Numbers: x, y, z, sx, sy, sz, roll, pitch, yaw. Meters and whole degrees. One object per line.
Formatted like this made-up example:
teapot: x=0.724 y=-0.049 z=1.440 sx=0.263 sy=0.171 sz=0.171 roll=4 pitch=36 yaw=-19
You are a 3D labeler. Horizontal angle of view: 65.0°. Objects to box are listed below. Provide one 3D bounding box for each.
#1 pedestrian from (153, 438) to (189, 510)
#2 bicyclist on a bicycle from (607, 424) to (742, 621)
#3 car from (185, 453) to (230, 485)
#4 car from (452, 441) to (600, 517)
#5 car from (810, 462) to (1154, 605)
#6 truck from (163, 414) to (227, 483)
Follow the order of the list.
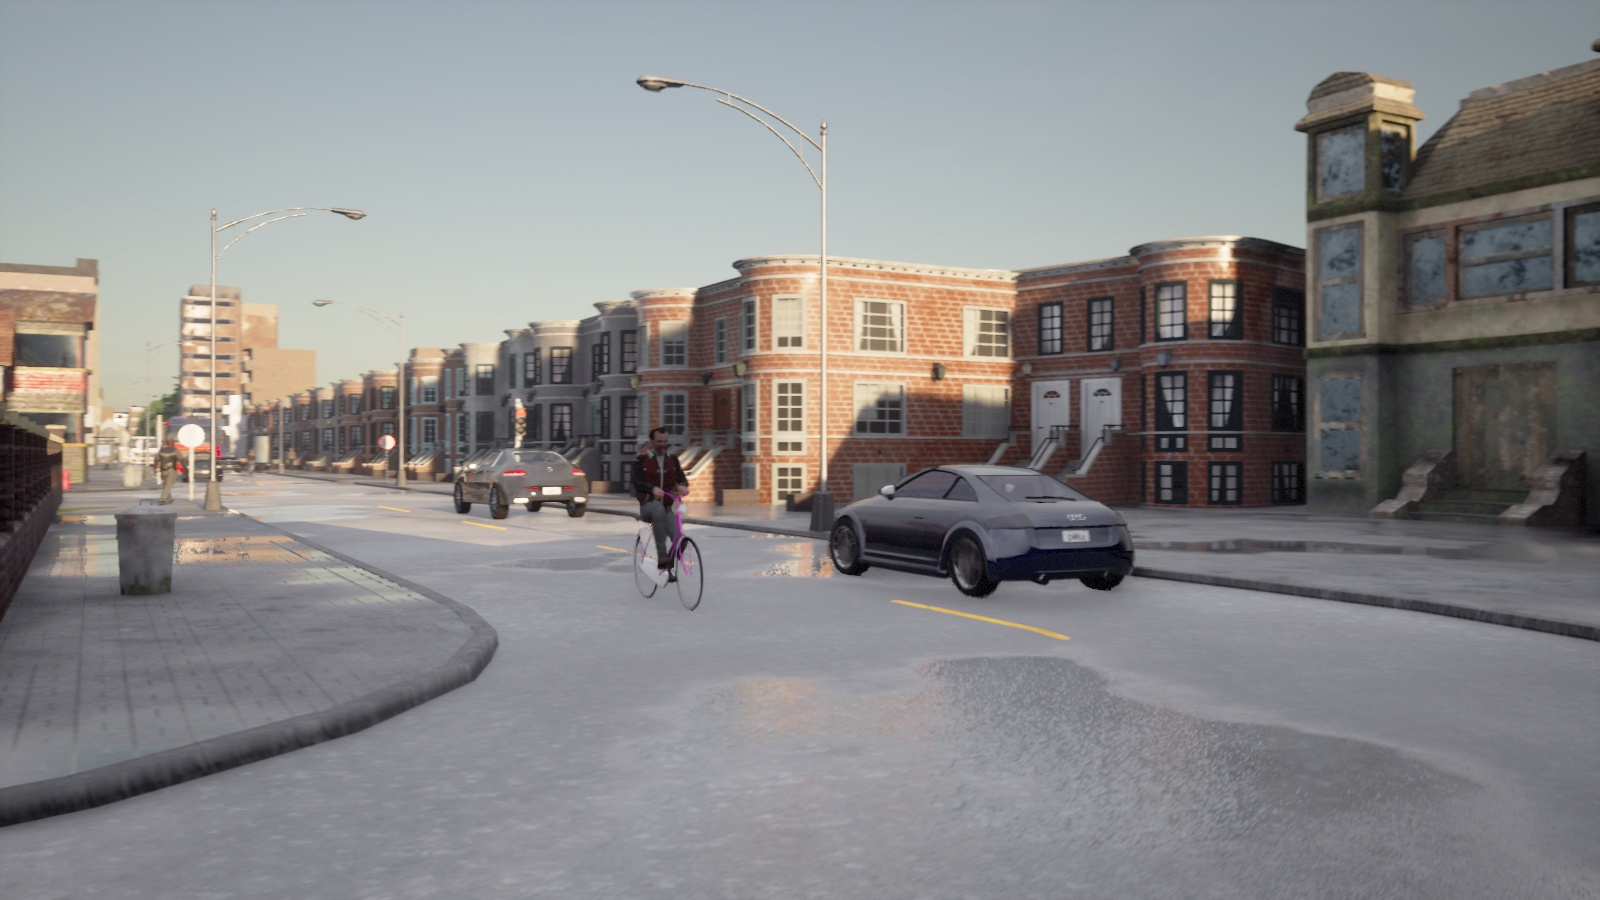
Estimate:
pedestrian: x=-16.680 y=0.618 z=33.321 sx=0.563 sy=1.883 sz=0.849 roll=0 pitch=0 yaw=-2
bicyclist on a bicycle: x=-1.270 y=0.660 z=12.314 sx=0.659 sy=1.776 sz=1.843 roll=-1 pitch=0 yaw=-27
car: x=-30.673 y=0.956 z=64.969 sx=1.851 sy=1.617 sz=3.988 roll=0 pitch=0 yaw=-29
car: x=-6.708 y=0.645 z=30.285 sx=2.152 sy=1.651 sz=5.027 roll=0 pitch=0 yaw=-29
car: x=1.941 y=0.851 z=14.766 sx=1.994 sy=1.385 sz=4.181 roll=0 pitch=0 yaw=-26
truck: x=-35.720 y=-0.060 z=74.002 sx=2.891 sy=3.827 sz=8.468 roll=0 pitch=0 yaw=-29
